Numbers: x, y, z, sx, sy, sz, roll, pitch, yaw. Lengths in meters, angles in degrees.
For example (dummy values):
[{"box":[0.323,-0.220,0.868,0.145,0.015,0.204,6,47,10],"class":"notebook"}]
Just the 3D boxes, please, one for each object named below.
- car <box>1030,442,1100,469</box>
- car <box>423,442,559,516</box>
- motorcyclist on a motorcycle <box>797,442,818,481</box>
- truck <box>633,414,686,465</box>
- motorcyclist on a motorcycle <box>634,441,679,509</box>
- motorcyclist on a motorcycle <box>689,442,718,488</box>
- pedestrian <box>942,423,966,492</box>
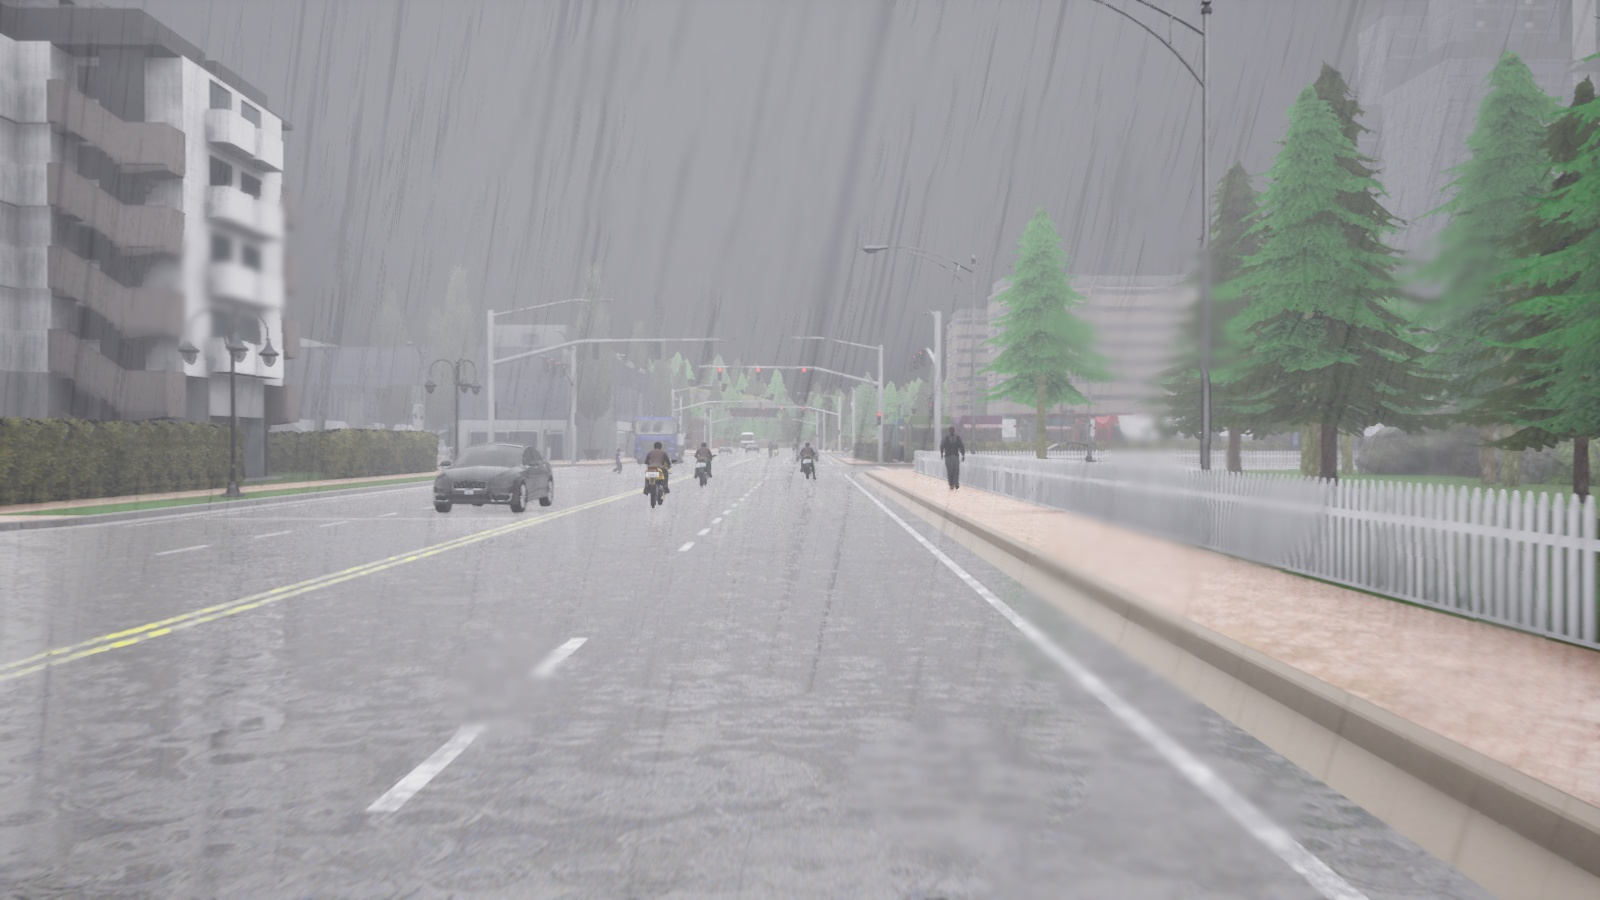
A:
[{"box":[15.447,0.324,73.319,3.705,1.549,1.789,0,0,-1],"class":"car"},{"box":[-6.825,0.585,28.266,1.837,1.490,4.892,0,1,0],"class":"car"},{"box":[0.303,0.443,50.684,0.797,1.523,2.044,0,0,0],"class":"motorcyclist on a motorcycle"},{"box":[-9.977,-0.751,89.899,2.891,3.462,7.936,0,0,0],"class":"truck"},{"box":[-3.319,0.561,29.223,0.797,1.523,2.044,0,0,0],"class":"motorcyclist on a motorcycle"},{"box":[-3.245,0.488,42.262,0.797,1.523,2.044,0,0,0],"class":"motorcyclist on a motorcycle"},{"box":[4.276,0.212,34.832,0.563,1.883,0.849,0,0,0],"class":"pedestrian"}]
